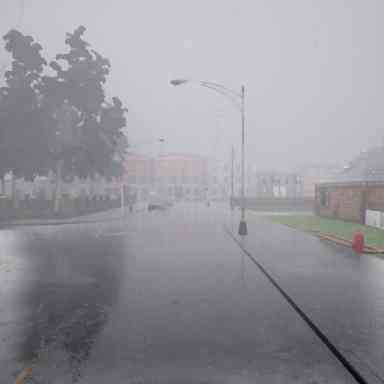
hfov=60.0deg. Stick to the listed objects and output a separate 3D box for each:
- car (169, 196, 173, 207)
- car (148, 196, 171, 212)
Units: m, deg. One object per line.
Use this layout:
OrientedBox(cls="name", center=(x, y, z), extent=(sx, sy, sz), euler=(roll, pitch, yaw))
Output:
OrientedBox(cls="car", center=(-3.986, 1.350, 49.891), extent=(2.097, 1.767, 4.553), euler=(0, 0, 1))
OrientedBox(cls="car", center=(-4.035, 1.546, 39.743), extent=(2.033, 1.411, 5.357), euler=(0, 0, 0))
